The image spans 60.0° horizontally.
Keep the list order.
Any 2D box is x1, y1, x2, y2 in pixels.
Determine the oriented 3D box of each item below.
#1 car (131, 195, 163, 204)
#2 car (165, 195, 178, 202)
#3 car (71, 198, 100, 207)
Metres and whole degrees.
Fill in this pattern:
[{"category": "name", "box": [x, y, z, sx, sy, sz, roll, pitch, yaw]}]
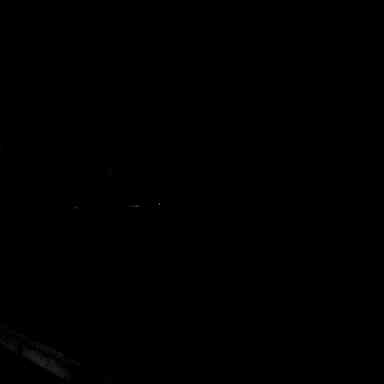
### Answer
[{"category": "car", "box": [-7.361, 1.407, 53.555, 2.033, 1.411, 5.357, 0, 1, 39]}, {"category": "car", "box": [-4.803, 1.269, 62.312, 2.033, 1.411, 5.357, 0, 1, 37]}, {"category": "car", "box": [-15.599, 1.517, 48.920, 1.994, 1.385, 4.181, 0, 0, 39]}]
